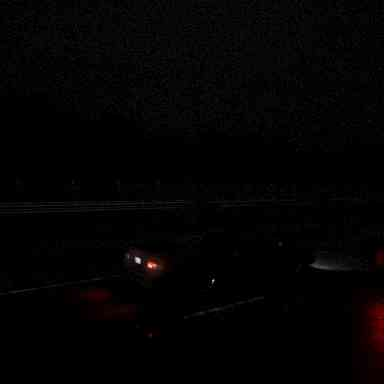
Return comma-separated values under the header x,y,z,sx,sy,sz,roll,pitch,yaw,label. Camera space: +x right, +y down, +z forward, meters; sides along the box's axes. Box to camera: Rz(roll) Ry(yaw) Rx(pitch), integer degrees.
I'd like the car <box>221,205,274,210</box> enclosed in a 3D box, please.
x,y,z,sx,sy,sz,roll,pitch,yaw,label
4.729,1.596,24.417,4.718,1.301,1.895,0,0,-35,car

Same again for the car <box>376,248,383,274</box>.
x,y,z,sx,sy,sz,roll,pitch,yaw,label
6.800,1.597,8.547,4.718,1.301,1.895,0,0,-35,car

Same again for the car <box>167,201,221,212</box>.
x,y,z,sx,sy,sz,roll,pitch,yaw,label
0.273,1.498,25.578,4.892,1.490,1.837,0,0,-35,car

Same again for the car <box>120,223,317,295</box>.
x,y,z,sx,sy,sz,roll,pitch,yaw,label
0.900,1.545,8.687,5.357,1.411,2.033,0,0,-34,car

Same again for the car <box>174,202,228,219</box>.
x,y,z,sx,sy,sz,roll,pitch,yaw,label
0.846,1.594,30.243,4.718,1.301,1.895,0,0,-35,car
